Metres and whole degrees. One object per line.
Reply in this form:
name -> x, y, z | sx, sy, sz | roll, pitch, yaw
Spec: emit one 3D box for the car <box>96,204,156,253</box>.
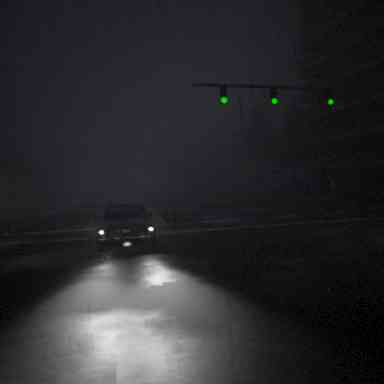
car -> -2.390, 1.157, 11.982 | 1.895, 1.301, 4.718 | -3, 3, -12
